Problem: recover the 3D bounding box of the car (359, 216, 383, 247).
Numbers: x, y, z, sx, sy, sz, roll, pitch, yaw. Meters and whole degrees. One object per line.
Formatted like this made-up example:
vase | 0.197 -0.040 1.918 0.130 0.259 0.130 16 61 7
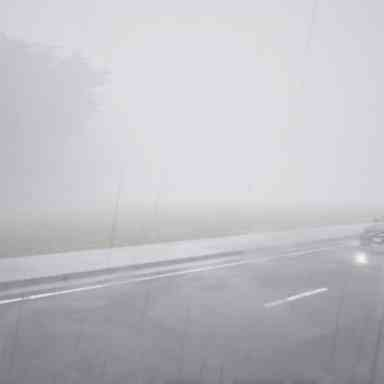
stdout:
car | 8.971 1.575 14.077 4.674 1.442 1.812 0 0 -35
